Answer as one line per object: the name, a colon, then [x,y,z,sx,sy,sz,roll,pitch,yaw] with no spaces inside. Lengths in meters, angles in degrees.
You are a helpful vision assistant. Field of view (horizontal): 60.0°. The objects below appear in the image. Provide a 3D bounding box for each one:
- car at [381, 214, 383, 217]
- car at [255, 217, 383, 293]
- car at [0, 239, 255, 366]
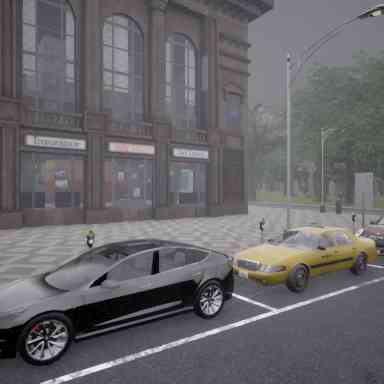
car: [7.676,1.441,12.144,4.097,1.590,1.967,0,0,-36]
car: [3.115,1.526,8.882,4.829,1.417,1.752,0,0,-36]
car: [-1.170,1.566,5.818,4.313,1.339,1.947,0,0,-36]
